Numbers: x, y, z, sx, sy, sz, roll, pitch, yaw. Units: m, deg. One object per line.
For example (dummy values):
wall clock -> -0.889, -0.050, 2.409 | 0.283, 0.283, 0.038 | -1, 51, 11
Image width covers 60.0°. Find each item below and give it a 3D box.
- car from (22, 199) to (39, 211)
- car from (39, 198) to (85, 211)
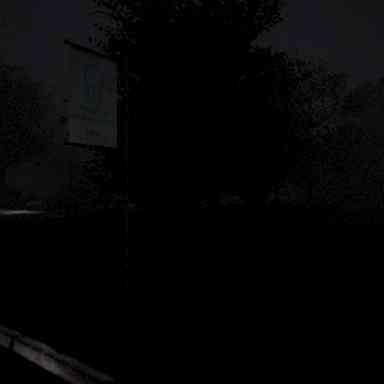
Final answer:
car -> -18.671, 1.517, 41.578 | 1.812, 1.442, 4.674 | 0, 0, 39
car -> -15.312, 1.480, 40.179 | 2.128, 1.511, 4.902 | 0, 0, 39
